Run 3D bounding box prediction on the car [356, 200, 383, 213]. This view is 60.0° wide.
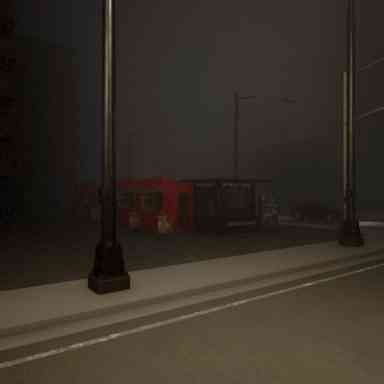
[{"bbox_3d":[19.894,1.679,38.648,1.812,1.442,4.674,0,-1,-35],"label":"car"}]

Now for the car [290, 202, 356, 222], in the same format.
[{"bbox_3d":[10.499,1.612,27.588,1.837,1.490,4.892,0,-1,-36],"label":"car"}]
